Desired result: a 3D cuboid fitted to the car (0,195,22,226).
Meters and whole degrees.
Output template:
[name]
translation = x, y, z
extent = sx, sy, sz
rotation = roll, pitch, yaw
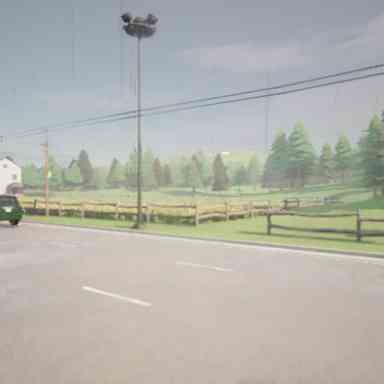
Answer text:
[car]
translation = -13.613, 1.232, 22.296
extent = 5.566, 2.045, 2.150
rotation = 0, 0, 35
